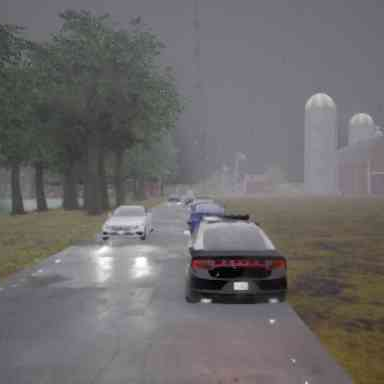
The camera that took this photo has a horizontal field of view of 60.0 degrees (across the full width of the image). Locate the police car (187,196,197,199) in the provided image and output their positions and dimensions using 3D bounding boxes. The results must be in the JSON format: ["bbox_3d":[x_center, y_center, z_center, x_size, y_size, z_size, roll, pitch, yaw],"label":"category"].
[{"bbox_3d":[0.788,1.160,24.120,1.930,1.638,5.238,0,1,0],"label":"police car"}]

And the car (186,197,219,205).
[{"bbox_3d":[0.797,1.276,18.010,1.882,1.535,5.008,0,1,0],"label":"car"}]

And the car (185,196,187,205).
[{"bbox_3d":[-0.045,1.150,47.055,1.895,1.301,4.718,0,0,1],"label":"car"}]

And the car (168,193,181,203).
[{"bbox_3d":[-2.906,0.978,56.180,1.882,1.535,5.008,0,0,0],"label":"car"}]

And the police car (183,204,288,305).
[{"bbox_3d":[0.812,1.332,8.120,1.930,1.638,5.238,0,1,0],"label":"police car"}]

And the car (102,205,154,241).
[{"bbox_3d":[-2.874,1.348,15.765,1.812,1.442,4.674,0,1,0],"label":"car"}]
